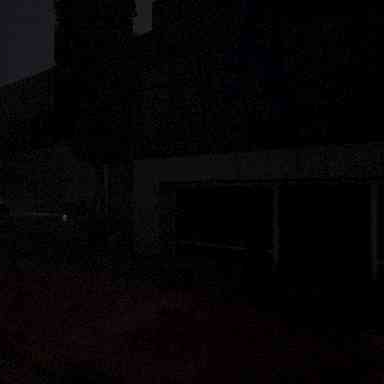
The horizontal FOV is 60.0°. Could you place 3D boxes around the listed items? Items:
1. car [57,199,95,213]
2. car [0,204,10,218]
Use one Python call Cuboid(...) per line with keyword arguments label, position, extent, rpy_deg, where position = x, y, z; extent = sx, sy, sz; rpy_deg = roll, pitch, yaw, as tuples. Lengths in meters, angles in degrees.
Cuboid(label="car", position=(-12.292, 1.505, 36.317), extent=(1.837, 1.490, 4.892), rpy_deg=(0, 0, 36))
Cuboid(label="car", position=(-18.205, 1.478, 28.108), extent=(1.882, 1.535, 5.008), rpy_deg=(0, 0, 36))
